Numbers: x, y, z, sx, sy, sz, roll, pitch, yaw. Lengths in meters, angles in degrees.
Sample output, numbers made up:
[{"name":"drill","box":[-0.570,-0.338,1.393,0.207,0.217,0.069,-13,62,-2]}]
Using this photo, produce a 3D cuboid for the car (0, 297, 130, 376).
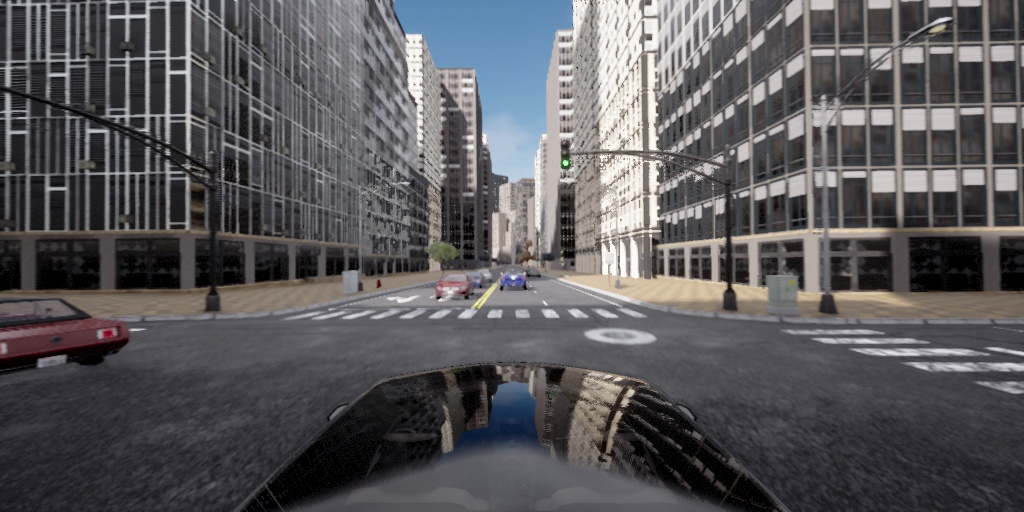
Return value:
[{"name":"car","box":[-9.441,1.400,6.348,4.718,1.301,1.895,0,-1,16]}]

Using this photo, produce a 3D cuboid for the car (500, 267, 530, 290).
[{"name":"car","box":[0.101,1.756,29.485,2.097,1.767,4.553,-1,-1,0]}]

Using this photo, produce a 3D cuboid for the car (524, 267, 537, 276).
[{"name":"car","box":[3.267,2.751,63.620,2.128,1.511,4.902,-1,-1,0]}]

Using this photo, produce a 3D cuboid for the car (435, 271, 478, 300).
[{"name":"car","box":[-3.330,1.758,21.671,1.812,1.442,4.674,-1,-2,0]}]

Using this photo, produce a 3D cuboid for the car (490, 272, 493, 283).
[{"name":"car","box":[-3.255,2.272,41.325,1.812,1.442,4.674,-1,-2,1]}]

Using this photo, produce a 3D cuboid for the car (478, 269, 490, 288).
[{"name":"car","box":[-3.321,2.034,31.355,2.033,1.411,5.357,-1,-2,0]}]

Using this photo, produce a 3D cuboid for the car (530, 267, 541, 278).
[{"name":"car","box":[3.264,2.581,54.184,1.994,1.385,4.181,-1,-1,0]}]
